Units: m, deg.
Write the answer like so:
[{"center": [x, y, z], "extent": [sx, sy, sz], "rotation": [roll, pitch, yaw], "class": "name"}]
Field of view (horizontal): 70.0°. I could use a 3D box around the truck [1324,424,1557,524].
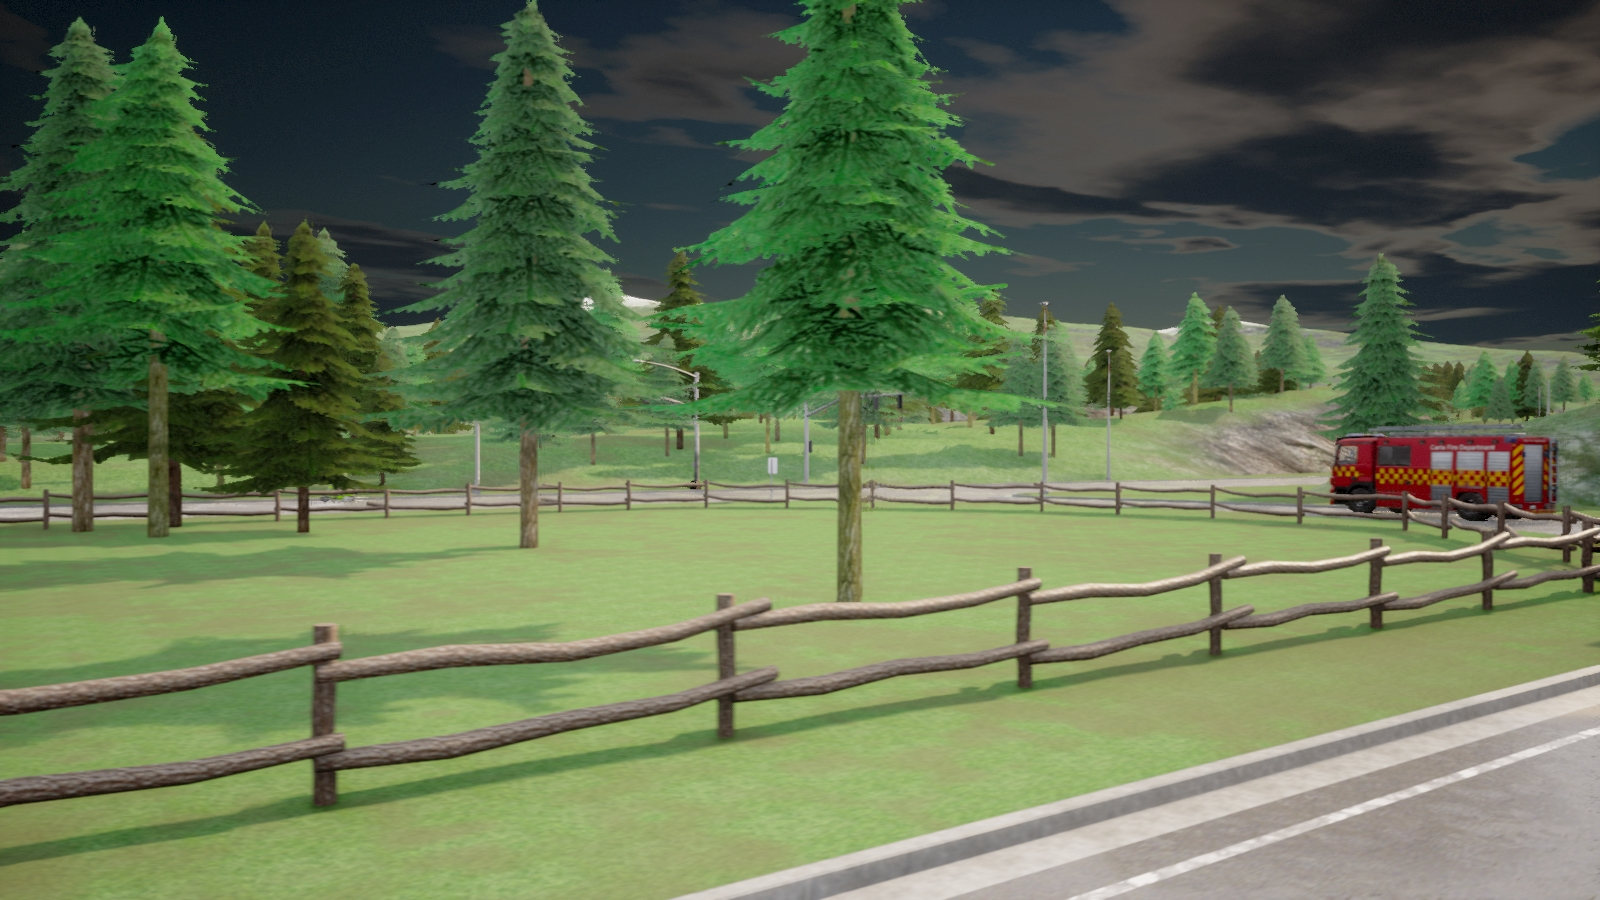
[{"center": [26.795, 0.920, 48.360], "extent": [2.891, 3.827, 8.468], "rotation": [0, 0, -25], "class": "truck"}]
